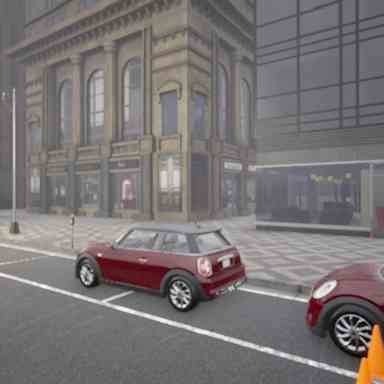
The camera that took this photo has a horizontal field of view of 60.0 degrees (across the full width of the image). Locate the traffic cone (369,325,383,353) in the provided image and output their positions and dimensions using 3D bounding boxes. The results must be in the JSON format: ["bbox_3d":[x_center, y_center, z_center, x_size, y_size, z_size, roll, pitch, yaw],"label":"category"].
[{"bbox_3d":[2.300,1.957,4.141,0.340,0.580,0.340,0,0,35],"label":"traffic cone"}]

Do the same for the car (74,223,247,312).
[{"bbox_3d":[-0.900,1.447,7.762,4.097,1.590,1.967,0,0,35],"label":"car"}]

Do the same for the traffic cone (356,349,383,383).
[{"bbox_3d":[1.727,1.956,3.321,0.340,0.580,0.340,0,0,35],"label":"traffic cone"}]

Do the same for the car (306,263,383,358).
[{"bbox_3d":[3.721,1.441,4.531,4.097,1.590,1.967,0,0,35],"label":"car"}]
